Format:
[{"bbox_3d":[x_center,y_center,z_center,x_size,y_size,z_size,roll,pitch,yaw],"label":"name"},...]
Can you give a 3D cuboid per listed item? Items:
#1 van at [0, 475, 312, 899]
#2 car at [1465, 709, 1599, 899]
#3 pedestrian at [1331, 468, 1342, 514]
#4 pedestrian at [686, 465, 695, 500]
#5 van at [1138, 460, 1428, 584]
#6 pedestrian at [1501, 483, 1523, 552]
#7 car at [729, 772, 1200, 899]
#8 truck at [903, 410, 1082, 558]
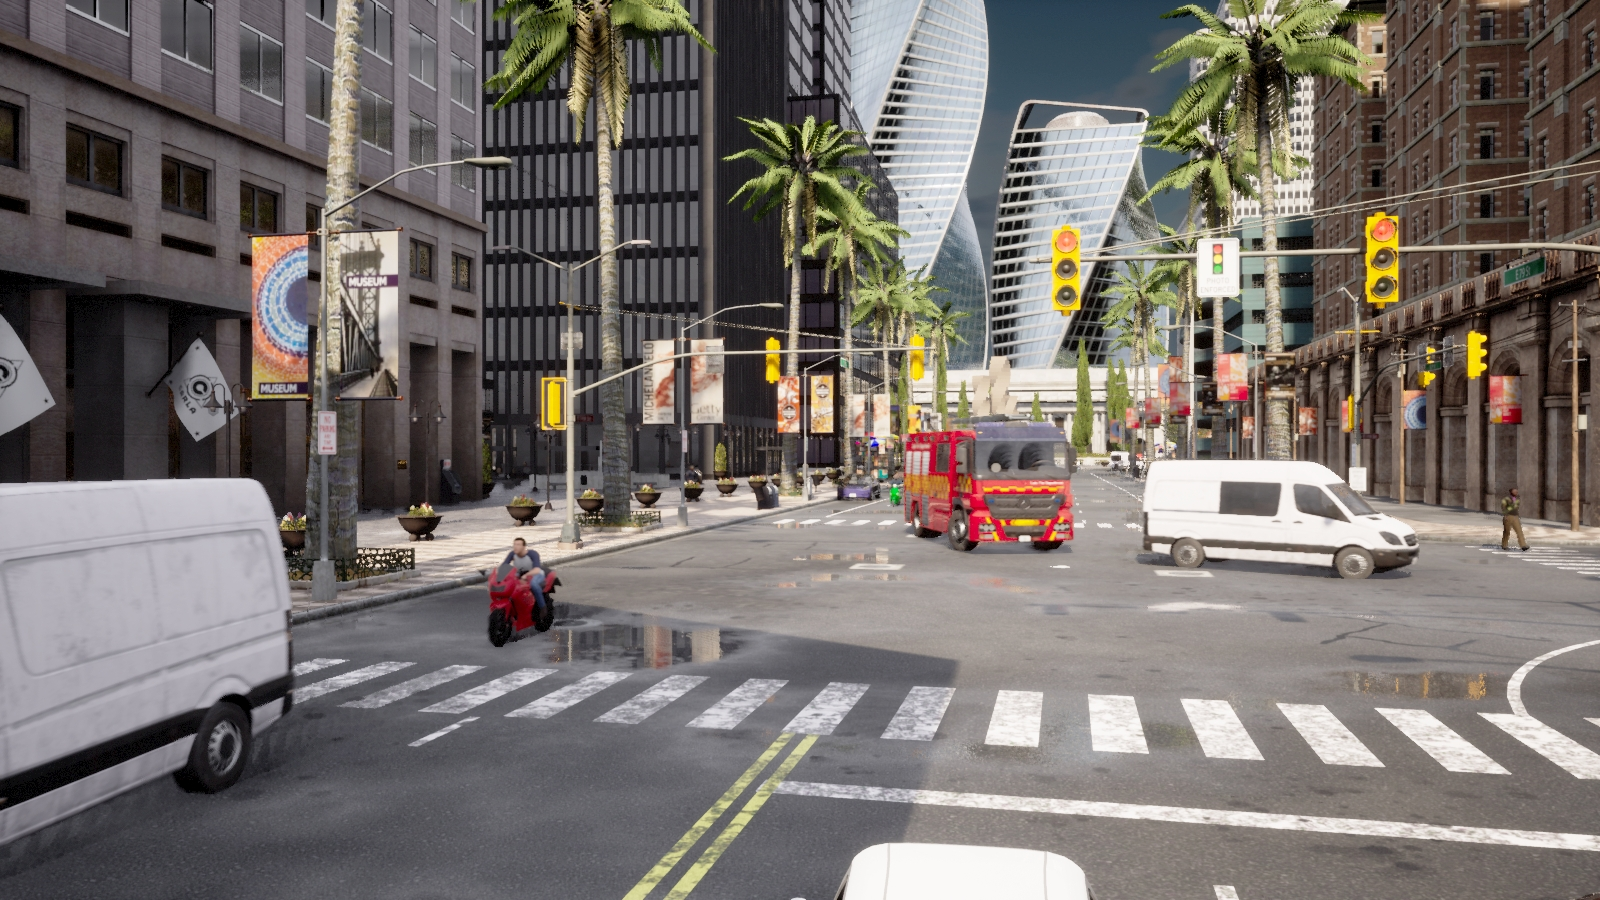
[{"bbox_3d":[-5.882,1.535,7.807,1.988,2.561,5.915,-1,0,6],"label":"van"},{"bbox_3d":[3.753,1.992,2.523,2.152,1.651,5.027,0,0,7],"label":"car"},{"bbox_3d":[22.222,1.696,47.325,0.375,1.860,0.375,0,0,26],"label":"pedestrian"},{"bbox_3d":[-5.726,1.699,59.809,0.375,1.860,0.375,0,0,-27],"label":"pedestrian"},{"bbox_3d":[11.126,1.535,26.676,5.915,2.561,1.988,0,0,41],"label":"van"},{"bbox_3d":[19.550,1.849,31.388,0.375,1.860,0.375,0,0,0],"label":"pedestrian"},{"bbox_3d":[0.558,2.120,3.851,1.481,1.376,2.207,0,0,9],"label":"car"},{"bbox_3d":[5.404,0.890,33.937,2.891,3.827,8.468,0,0,-7],"label":"truck"}]
